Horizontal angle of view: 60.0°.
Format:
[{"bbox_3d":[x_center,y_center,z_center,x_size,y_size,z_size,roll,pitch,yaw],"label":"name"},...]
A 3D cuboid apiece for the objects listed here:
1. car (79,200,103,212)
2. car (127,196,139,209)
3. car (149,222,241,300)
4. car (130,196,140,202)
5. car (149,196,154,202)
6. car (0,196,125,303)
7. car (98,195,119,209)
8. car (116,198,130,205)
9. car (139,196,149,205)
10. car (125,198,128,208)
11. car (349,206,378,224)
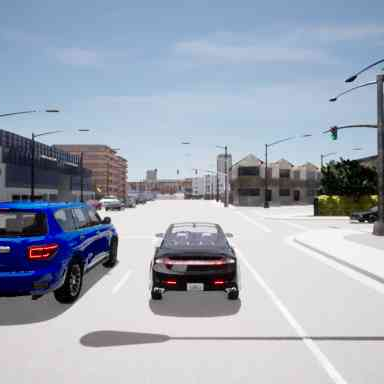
[{"bbox_3d":[-14.136,1.862,46.910,1.882,1.535,5.008,0,-1,0],"label":"car"},{"bbox_3d":[-10.625,1.788,54.718,2.097,1.767,4.553,0,0,0],"label":"car"},{"bbox_3d":[0.062,1.507,8.422,2.128,1.511,4.902,0,0,0],"label":"car"},{"bbox_3d":[-14.062,1.683,82.299,1.837,1.490,4.892,0,0,0],"label":"car"},{"bbox_3d":[-10.563,1.681,82.551,1.837,1.490,4.892,0,0,0],"label":"car"},{"bbox_3d":[-3.439,1.240,8.379,2.150,2.045,5.566,0,0,0],"label":"car"},{"bbox_3d":[-14.125,1.653,56.615,2.150,2.045,5.566,0,0,0],"label":"car"},{"bbox_3d":[-14.051,1.948,67.801,1.895,1.301,4.718,0,1,0],"label":"car"},{"bbox_3d":[-10.552,1.841,68.724,1.837,1.490,4.892,0,1,0],"label":"car"},{"bbox_3d":[-10.631,1.939,46.126,1.994,1.385,4.181,0,0,0],"label":"car"},{"bbox_3d":[15.081,1.686,25.544,5.357,1.411,2.033,0,-1,0],"label":"car"}]
